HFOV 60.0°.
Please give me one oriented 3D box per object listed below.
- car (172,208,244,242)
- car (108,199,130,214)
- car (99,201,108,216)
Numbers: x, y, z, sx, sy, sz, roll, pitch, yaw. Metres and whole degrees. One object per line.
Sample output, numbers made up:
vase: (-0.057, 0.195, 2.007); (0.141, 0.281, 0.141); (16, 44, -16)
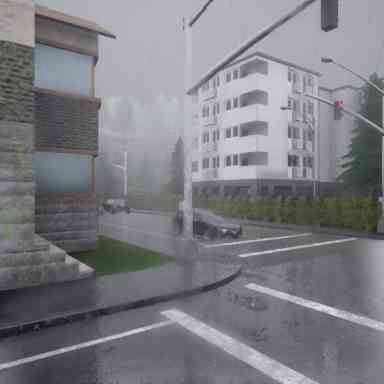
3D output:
car: (0.690, 1.681, 17.897); (1.837, 1.490, 4.892); (0, 0, -34)
car: (-8.748, 1.528, 37.622); (2.097, 1.767, 4.553); (0, 0, -35)
car: (-10.471, 1.702, 33.722); (1.812, 1.442, 4.674); (0, 0, -35)
